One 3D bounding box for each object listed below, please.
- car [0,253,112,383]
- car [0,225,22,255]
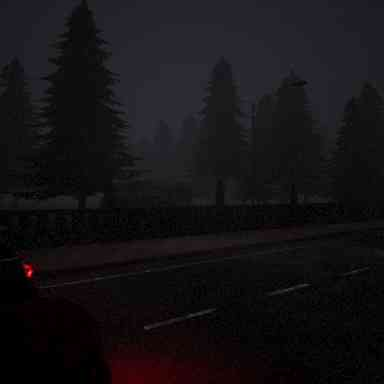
[{"bbox_3d":[-2.962,1.478,1.773,5.008,1.535,1.882,0,0,-37],"label":"car"},{"bbox_3d":[-4.789,1.352,4.889,4.553,1.767,2.097,0,0,-35],"label":"car"}]
